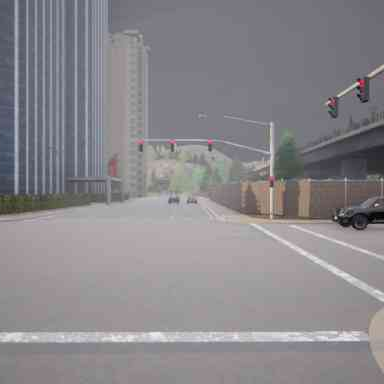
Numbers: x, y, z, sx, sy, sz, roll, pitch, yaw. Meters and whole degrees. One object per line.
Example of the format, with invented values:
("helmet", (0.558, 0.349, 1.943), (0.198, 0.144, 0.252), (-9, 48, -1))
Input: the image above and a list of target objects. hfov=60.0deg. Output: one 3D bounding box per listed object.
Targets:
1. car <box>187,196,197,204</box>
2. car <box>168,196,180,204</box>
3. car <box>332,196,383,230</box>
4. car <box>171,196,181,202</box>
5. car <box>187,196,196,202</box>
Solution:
("car", (0.009, 1.563, 64.585), (1.994, 1.385, 4.181), (0, 0, 0))
("car", (-3.492, 1.477, 64.188), (1.882, 1.535, 5.008), (0, 0, 0))
("car", (11.816, 1.277, 20.920), (5.566, 2.045, 2.150), (0, 0, 0))
("car", (-3.603, 1.540, 74.406), (2.033, 1.411, 5.357), (0, 0, 0))
("car", (-0.104, 1.595, 74.547), (1.895, 1.301, 4.718), (0, 0, 0))
